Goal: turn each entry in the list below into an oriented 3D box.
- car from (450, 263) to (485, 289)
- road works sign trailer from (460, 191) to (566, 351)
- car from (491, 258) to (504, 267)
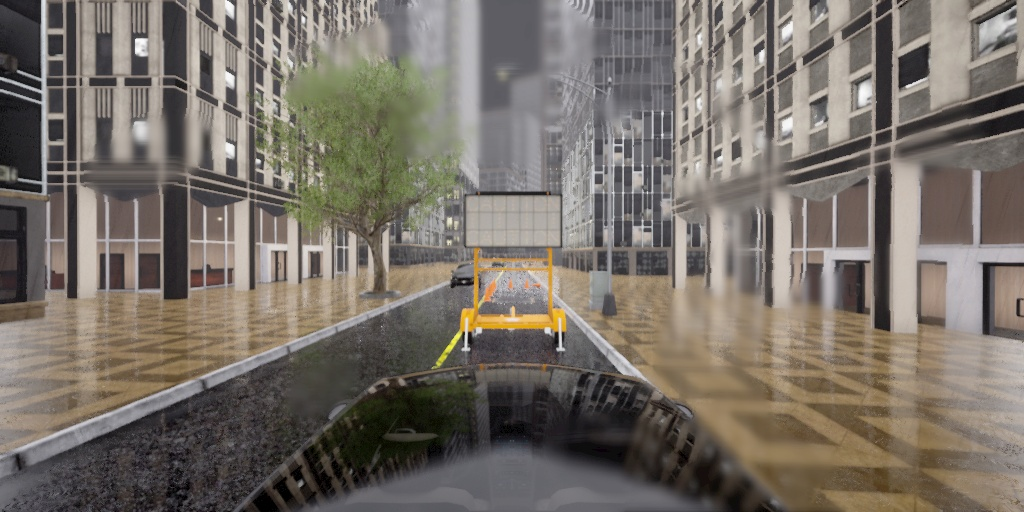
[{"bbox_3d":[-2.764,1.244,23.074,1.837,1.490,4.892,0,0,0],"label":"car"},{"bbox_3d":[0.032,0.208,8.950,2.380,3.560,2.880,0,0,0],"label":"road works sign trailer"},{"bbox_3d":[-2.561,1.130,64.723,2.097,1.767,4.553,0,0,1],"label":"car"}]
